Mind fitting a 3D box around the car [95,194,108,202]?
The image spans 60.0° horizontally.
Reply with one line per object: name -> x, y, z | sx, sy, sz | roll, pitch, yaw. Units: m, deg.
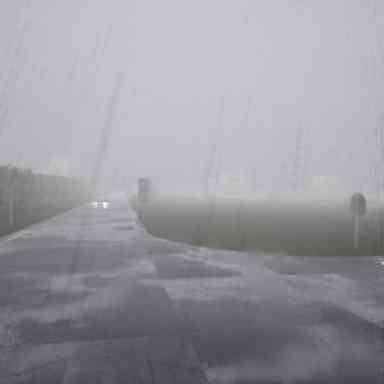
car -> -15.185, 1.018, 56.047 | 1.895, 1.301, 4.718 | 1, 0, -12
